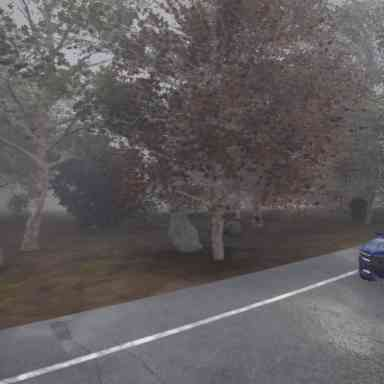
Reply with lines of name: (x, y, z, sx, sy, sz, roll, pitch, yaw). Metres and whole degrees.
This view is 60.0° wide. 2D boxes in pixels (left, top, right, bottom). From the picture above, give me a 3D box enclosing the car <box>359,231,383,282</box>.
car: (6.248, 1.466, 8.883, 5.008, 1.535, 1.882, 0, 1, -41)
